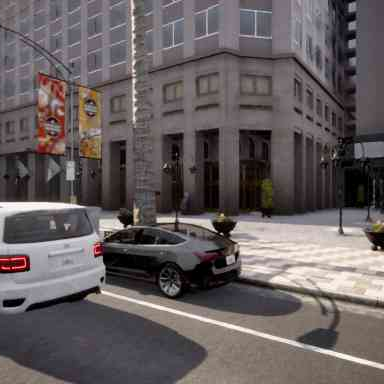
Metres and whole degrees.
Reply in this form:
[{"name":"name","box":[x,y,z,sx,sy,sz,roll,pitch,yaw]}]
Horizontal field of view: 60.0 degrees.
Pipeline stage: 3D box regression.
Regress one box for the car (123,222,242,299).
[{"name":"car","box":[-1.076,1.513,8.554,4.786,1.482,2.161,0,0,35]}]

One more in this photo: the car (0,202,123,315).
[{"name":"car","box":[-4.236,1.221,7.012,5.566,2.045,2.150,0,0,35]}]
